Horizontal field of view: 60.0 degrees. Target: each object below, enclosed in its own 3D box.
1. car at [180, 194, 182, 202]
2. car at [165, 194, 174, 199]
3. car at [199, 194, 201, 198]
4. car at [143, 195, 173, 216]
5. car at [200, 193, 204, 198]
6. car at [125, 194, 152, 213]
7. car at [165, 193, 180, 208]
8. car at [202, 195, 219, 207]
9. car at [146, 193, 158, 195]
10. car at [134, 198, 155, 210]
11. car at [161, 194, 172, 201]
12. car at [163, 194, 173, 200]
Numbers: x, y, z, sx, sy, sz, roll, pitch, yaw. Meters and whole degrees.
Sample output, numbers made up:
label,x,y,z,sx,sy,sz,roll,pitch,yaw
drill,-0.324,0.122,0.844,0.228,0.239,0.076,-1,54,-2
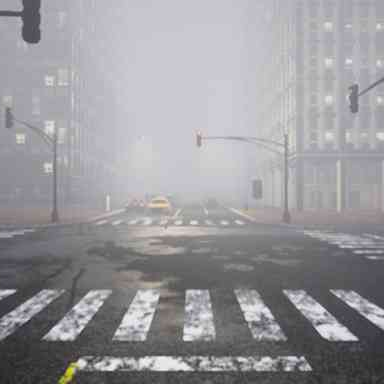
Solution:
label,x,y,z,sx,sy,sz,roll,pitch,yaw
car,-2.959,1.039,64.612,2.097,1.767,4.553,0,0,0
car,-5.610,1.138,84.639,1.887,1.381,4.507,1,0,0
car,2.753,1.265,62.402,1.947,1.339,4.313,1,0,0
car,-3.069,1.326,31.369,1.882,1.535,5.008,0,0,0
car,2.749,1.251,56.995,1.752,1.417,4.829,1,0,0
car,-5.647,1.273,34.463,1.967,1.590,4.097,1,0,0
car,-3.047,1.260,45.010,1.882,1.535,5.008,0,0,0
car,2.739,1.361,45.669,1.802,1.307,4.206,1,0,0
car,-5.636,1.095,45.613,2.192,1.841,5.009,1,0,0
car,-5.646,1.388,40.039,1.802,1.307,4.206,1,0,0
car,-5.618,1.191,73.489,1.887,1.381,4.507,1,0,0
car,-5.614,1.170,79.064,2.008,1.369,4.403,1,0,0
